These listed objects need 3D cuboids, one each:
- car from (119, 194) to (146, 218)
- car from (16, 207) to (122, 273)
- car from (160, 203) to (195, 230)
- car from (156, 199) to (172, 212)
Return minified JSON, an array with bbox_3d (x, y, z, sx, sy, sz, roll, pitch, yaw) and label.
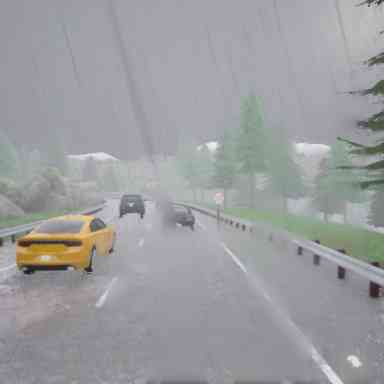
[{"bbox_3d":[-5.490,1.232,30.904,2.150,2.045,5.566,0,0,-7],"label":"car"},{"bbox_3d":[-3.740,1.484,10.742,1.882,1.535,5.008,0,0,-2],"label":"car"},{"bbox_3d":[-0.937,1.603,21.264,1.895,1.301,4.718,0,0,-5],"label":"car"},{"bbox_3d":[-3.204,1.555,39.441,2.033,1.411,5.357,0,0,-9],"label":"car"}]
